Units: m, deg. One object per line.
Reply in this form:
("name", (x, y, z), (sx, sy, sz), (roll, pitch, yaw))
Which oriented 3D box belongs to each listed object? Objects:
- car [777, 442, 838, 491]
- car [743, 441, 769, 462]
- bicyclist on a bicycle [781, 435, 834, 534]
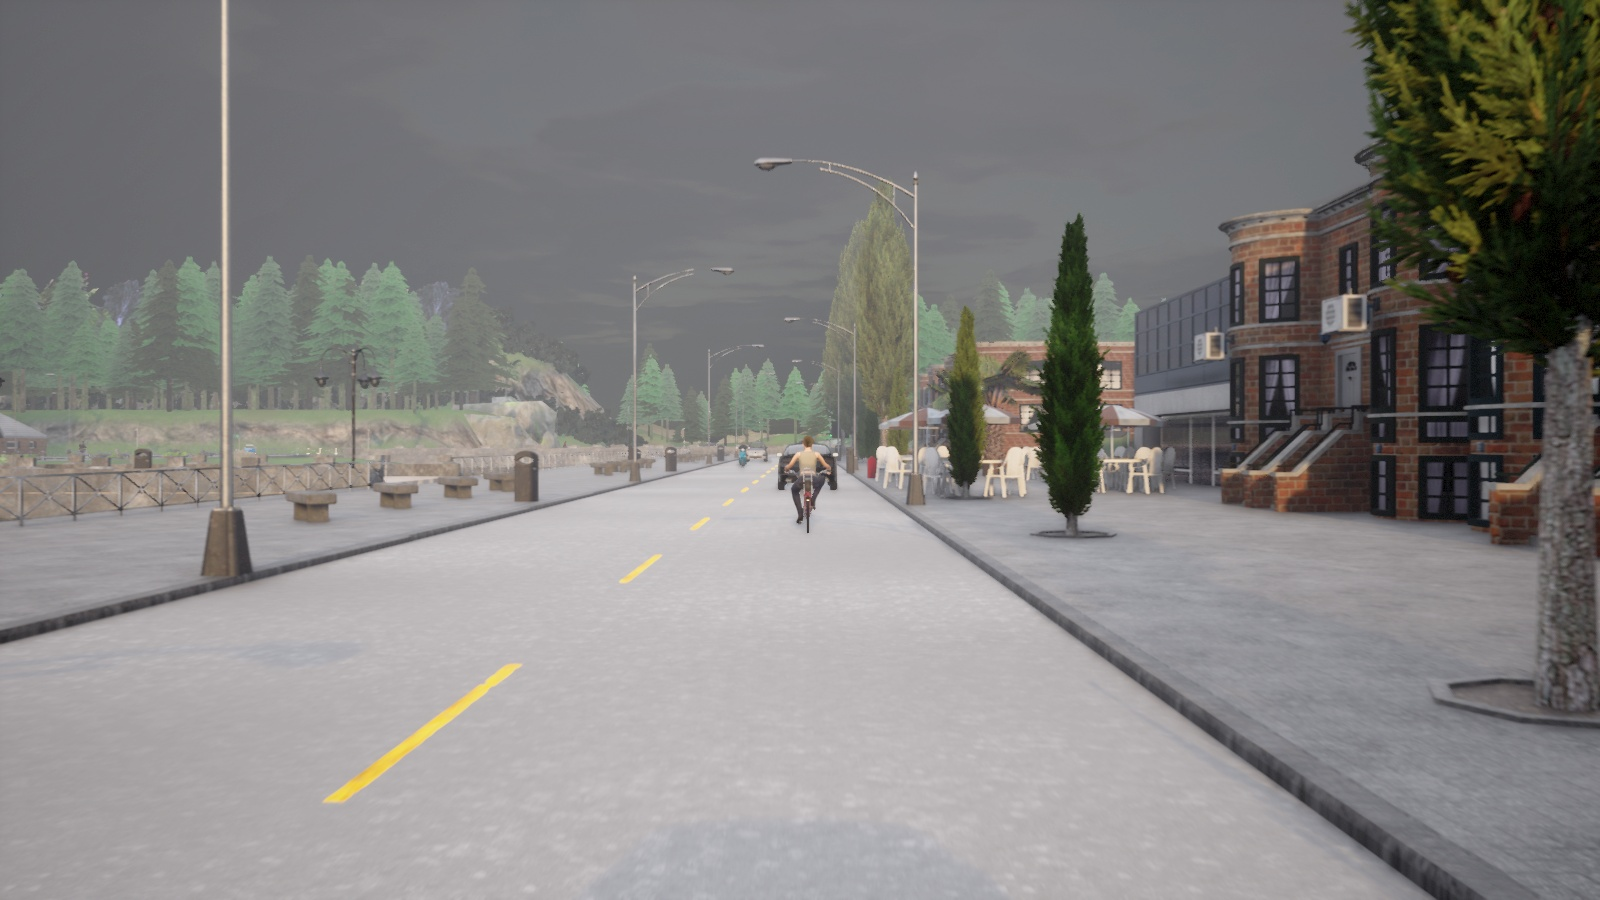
("car", (0.245, 0.490, 41.617), (1.882, 1.535, 5.008), (0, 0, 0))
("car", (-3.437, 0.085, 98.850), (1.851, 1.617, 3.988), (0, 0, 0))
("bicyclist on a bicycle", (0.133, 0.563, 21.276), (0.866, 1.612, 1.509), (0, 0, 0))
